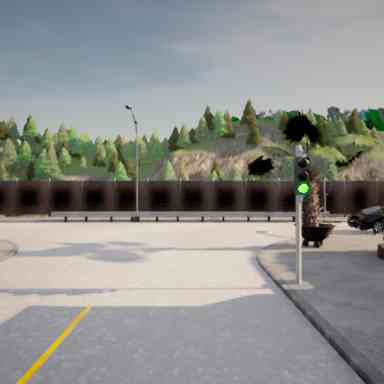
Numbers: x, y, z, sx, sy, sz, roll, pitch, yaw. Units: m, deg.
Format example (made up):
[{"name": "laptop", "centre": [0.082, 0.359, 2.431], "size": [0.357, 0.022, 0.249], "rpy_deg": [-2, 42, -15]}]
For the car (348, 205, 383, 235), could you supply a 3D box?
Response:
[{"name": "car", "centre": [11.284, 1.465, 18.329], "size": [5.008, 1.535, 1.882], "rpy_deg": [0, 0, 0]}]
